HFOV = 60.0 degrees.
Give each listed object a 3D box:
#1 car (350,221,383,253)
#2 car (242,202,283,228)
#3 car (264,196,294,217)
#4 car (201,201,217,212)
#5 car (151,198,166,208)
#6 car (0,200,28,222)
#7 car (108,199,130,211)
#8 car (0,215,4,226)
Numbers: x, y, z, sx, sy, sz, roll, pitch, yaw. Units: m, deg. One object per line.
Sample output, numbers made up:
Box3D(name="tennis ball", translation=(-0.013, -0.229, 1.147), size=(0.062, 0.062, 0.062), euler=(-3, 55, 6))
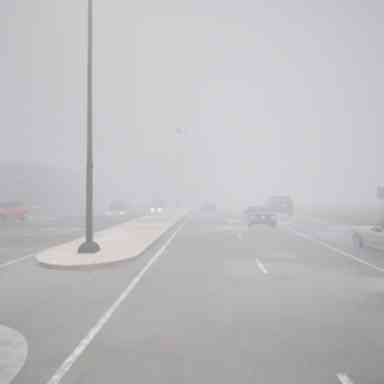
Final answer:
Box3D(name="car", translation=(7.609, 1.680, 12.132), size=(1.895, 1.301, 4.718), euler=(0, 0, 3))
Box3D(name="car", translation=(4.671, 1.672, 23.571), size=(2.033, 1.411, 5.357), euler=(0, 0, 3))
Box3D(name="car", translation=(8.692, 1.404, 33.715), size=(2.150, 2.045, 5.566), euler=(0, 0, 3))
Box3D(name="car", translation=(2.072, 1.801, 41.388), size=(1.895, 1.301, 4.718), euler=(0, 0, 3))
Box3D(name="car", translation=(-5.405, 1.747, 53.817), size=(2.128, 1.511, 4.902), euler=(0, 0, 3))
Box3D(name="car", translation=(-14.017, 1.428, 24.225), size=(2.097, 1.767, 4.553), euler=(0, 0, 3))
Box3D(name="car", translation=(-9.500, 1.657, 43.738), size=(1.882, 1.535, 5.008), euler=(0, 0, 3))
Box3D(name="car", translation=(-7.804, 1.569, 8.969), size=(2.033, 1.411, 5.357), euler=(0, 0, 3))
